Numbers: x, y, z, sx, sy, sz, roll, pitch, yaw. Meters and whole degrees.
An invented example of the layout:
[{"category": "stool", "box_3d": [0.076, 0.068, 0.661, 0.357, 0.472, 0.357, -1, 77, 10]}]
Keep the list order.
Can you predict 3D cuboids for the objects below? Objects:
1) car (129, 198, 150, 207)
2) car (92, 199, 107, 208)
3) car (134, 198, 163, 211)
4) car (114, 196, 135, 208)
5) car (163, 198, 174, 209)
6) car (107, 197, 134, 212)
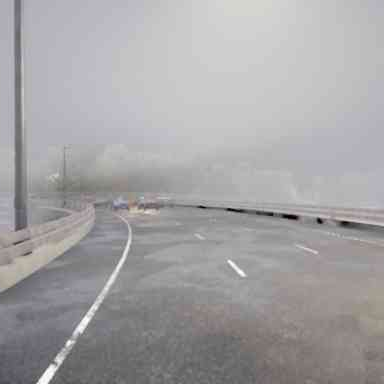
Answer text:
[{"category": "car", "box_3d": [-9.145, 1.806, 58.015, 1.994, 1.385, 4.181, -1, 0, -33]}, {"category": "car", "box_3d": [-15.039, 1.819, 54.227, 1.812, 1.442, 4.674, -1, 0, -33]}, {"category": "car", "box_3d": [-5.812, 1.649, 43.847, 1.882, 1.535, 5.008, -1, 0, -24]}, {"category": "car", "box_3d": [-11.117, 1.605, 54.433, 2.097, 1.767, 4.553, -1, 0, -30]}, {"category": "car", "box_3d": [-4.313, 1.660, 49.020, 2.128, 1.511, 4.902, -1, 0, -28]}, {"category": "car", "box_3d": [-9.396, 1.733, 43.319, 1.812, 1.442, 4.674, -1, 0, -24]}]
